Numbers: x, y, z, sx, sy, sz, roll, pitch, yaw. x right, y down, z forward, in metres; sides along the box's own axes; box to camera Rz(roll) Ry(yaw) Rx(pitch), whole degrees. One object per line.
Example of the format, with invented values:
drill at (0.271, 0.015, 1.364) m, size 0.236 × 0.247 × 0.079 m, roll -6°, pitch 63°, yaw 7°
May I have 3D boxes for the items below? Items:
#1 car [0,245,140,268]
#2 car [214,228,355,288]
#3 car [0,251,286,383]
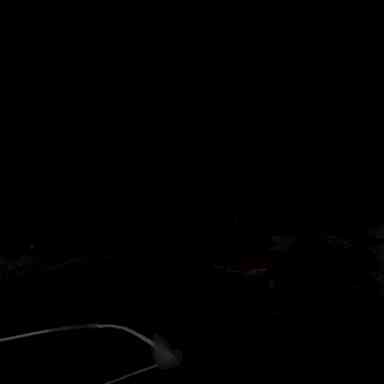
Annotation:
car at (-2.086, 1.566, 5.049) m, size 4.313 × 1.339 × 1.947 m, roll 0°, pitch 0°, yaw -36°
car at (2.392, 1.582, 8.246) m, size 4.206 × 1.307 × 1.802 m, roll 0°, pitch 0°, yaw -36°
car at (-1.758, 1.505, 2.128) m, size 4.892 × 1.490 × 1.837 m, roll 0°, pitch 0°, yaw -36°
